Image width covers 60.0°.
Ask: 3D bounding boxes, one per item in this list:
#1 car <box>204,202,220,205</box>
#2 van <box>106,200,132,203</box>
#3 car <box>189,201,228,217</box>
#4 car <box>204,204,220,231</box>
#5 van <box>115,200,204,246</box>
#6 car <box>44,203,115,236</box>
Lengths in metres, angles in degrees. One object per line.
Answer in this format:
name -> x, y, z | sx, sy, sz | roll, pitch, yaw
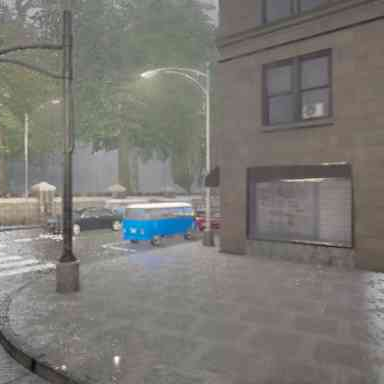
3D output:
car -> 1.667, 1.750, 29.707 | 1.895, 1.301, 4.718 | 0, 0, 36
van -> -4.912, 1.467, 25.087 | 1.690, 1.788, 3.998 | 0, -1, 36
car -> 1.780, 1.713, 34.211 | 1.887, 1.381, 4.507 | 0, 0, 36
car -> 1.970, 1.650, 20.052 | 1.887, 1.381, 4.507 | 0, 0, 36
van -> -1.378, 1.424, 15.489 | 1.690, 1.788, 3.998 | 0, 0, 36
car -> -6.028, 1.604, 19.232 | 1.837, 1.490, 4.892 | 0, 0, 35
